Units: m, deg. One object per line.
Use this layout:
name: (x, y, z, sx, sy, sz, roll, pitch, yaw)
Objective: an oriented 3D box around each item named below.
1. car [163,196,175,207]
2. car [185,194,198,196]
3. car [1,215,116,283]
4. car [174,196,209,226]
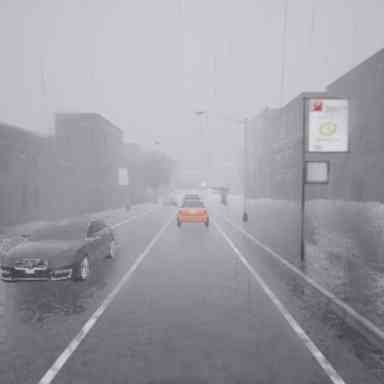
car: (-3.430, 1.454, 52.955, 2.097, 1.767, 4.553, 0, 0, 1)
car: (-0.031, 1.284, 42.850, 2.150, 2.045, 5.566, 0, 0, 0)
car: (-3.560, 1.503, 9.754, 1.837, 1.490, 4.892, 0, 0, 0)
car: (0.053, 1.362, 23.552, 2.097, 1.767, 4.553, 0, 0, 0)
